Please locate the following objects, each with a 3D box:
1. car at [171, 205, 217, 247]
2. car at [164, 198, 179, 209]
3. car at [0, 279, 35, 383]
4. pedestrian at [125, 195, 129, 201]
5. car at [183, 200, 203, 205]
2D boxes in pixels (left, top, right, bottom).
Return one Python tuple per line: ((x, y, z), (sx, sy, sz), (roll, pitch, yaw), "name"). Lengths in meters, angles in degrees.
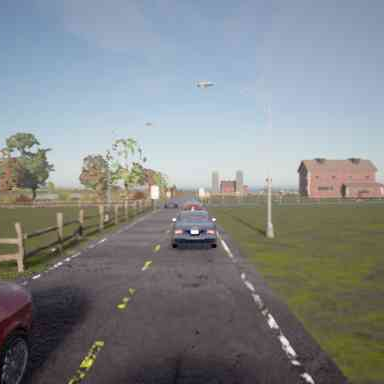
((0.098, 1.544, 14.956), (2.033, 1.411, 5.357), (0, 0, 0), "car")
((-2.758, 1.510, 45.249), (1.882, 1.535, 5.008), (0, 0, 0), "car")
((-2.851, 1.525, 2.400), (1.812, 1.442, 4.674), (0, 0, 0), "car")
((-12.168, 1.411, 61.862), (0.375, 1.860, 0.375), (0, 1, 0), "pedestrian")
((0.094, 1.520, 32.909), (1.812, 1.442, 4.674), (0, 0, 0), "car")
